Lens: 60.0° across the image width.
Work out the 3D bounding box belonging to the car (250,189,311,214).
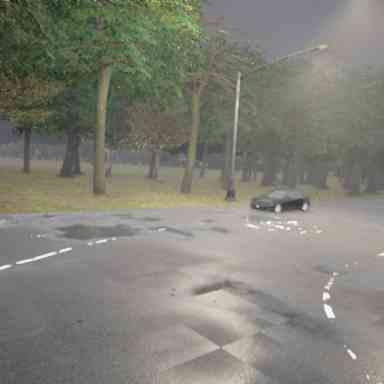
[{"bbox_3d":[5.991,0.568,22.200,5.008,1.535,1.882,-1,6,-40],"label":"car"}]
